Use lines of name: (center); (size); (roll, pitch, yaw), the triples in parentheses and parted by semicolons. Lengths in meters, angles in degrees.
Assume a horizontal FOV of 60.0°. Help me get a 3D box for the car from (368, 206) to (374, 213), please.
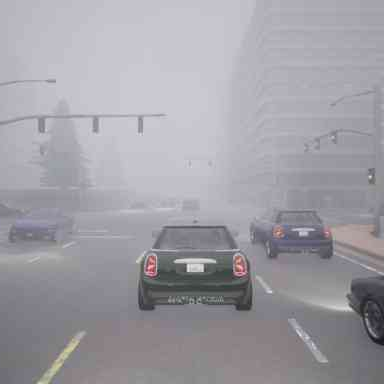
car: (19.922, 1.492, 32.423); (5.357, 1.411, 2.033); (0, 0, -18)

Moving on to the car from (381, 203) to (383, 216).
car: (16.468, 1.296, 24.314); (4.553, 1.767, 2.097); (0, 0, -10)

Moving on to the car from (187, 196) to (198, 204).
car: (0.070, 1.491, 65.629); (2.128, 1.511, 4.902); (0, 0, 0)

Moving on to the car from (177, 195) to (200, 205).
car: (-0.111, 1.481, 40.481); (2.128, 1.511, 4.902); (0, 0, 6)

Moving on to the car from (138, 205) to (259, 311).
car: (0.067, 1.352, 7.948); (2.097, 1.767, 4.553); (0, 0, 0)

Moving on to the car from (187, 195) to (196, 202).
car: (-0.036, 1.525, 81.084); (2.128, 1.511, 4.902); (0, 0, 0)

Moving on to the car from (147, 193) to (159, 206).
car: (-7.114, 1.352, 54.464); (2.097, 1.767, 4.553); (0, 0, 0)

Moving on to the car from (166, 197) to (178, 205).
car: (-3.598, 1.564, 60.927); (1.994, 1.385, 4.181); (0, 0, 0)

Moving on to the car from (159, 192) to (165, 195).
car: (-7.077, 1.221, 63.878); (2.150, 2.045, 5.566); (0, 0, 0)

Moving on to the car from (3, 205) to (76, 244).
car: (-6.950, 1.480, 16.007); (1.882, 1.535, 5.008); (1, 0, -8)

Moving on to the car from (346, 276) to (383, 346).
car: (3.597, 1.547, 3.313); (2.033, 1.411, 5.357); (0, 0, 0)

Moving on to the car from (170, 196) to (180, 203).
car: (-3.532, 1.595, 71.058); (1.895, 1.301, 4.718); (0, 0, 0)

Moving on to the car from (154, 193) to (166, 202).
car: (-7.033, 1.225, 74.523); (2.150, 2.045, 5.566); (0, 0, 0)

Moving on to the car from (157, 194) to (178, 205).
car: (-3.620, 1.491, 51.040); (2.128, 1.511, 4.902); (0, 0, 0)

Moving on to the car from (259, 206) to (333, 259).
car: (3.581, 1.352, 12.788); (2.097, 1.767, 4.553); (0, 0, 0)

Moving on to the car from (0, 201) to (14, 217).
car: (-15.189, 1.471, 26.628); (4.674, 1.442, 1.812); (0, 0, -2)

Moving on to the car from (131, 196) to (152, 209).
car: (-7.121, 1.601, 45.569); (1.895, 1.301, 4.718); (0, 0, 0)
